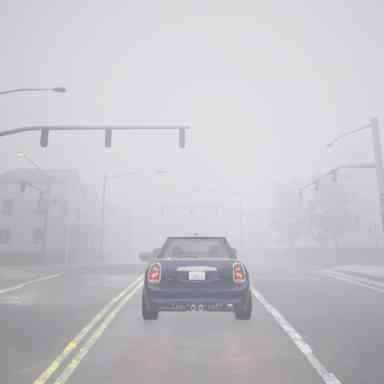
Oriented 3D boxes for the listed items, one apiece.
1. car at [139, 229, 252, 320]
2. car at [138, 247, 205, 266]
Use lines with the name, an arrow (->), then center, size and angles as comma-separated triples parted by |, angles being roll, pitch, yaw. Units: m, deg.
car -> 0.088, 1.808, 8.246 | 2.097, 1.767, 4.553 | 0, -7, 0
car -> -1.445, 4.745, 24.622 | 4.718, 1.301, 1.895 | 0, -11, 1
